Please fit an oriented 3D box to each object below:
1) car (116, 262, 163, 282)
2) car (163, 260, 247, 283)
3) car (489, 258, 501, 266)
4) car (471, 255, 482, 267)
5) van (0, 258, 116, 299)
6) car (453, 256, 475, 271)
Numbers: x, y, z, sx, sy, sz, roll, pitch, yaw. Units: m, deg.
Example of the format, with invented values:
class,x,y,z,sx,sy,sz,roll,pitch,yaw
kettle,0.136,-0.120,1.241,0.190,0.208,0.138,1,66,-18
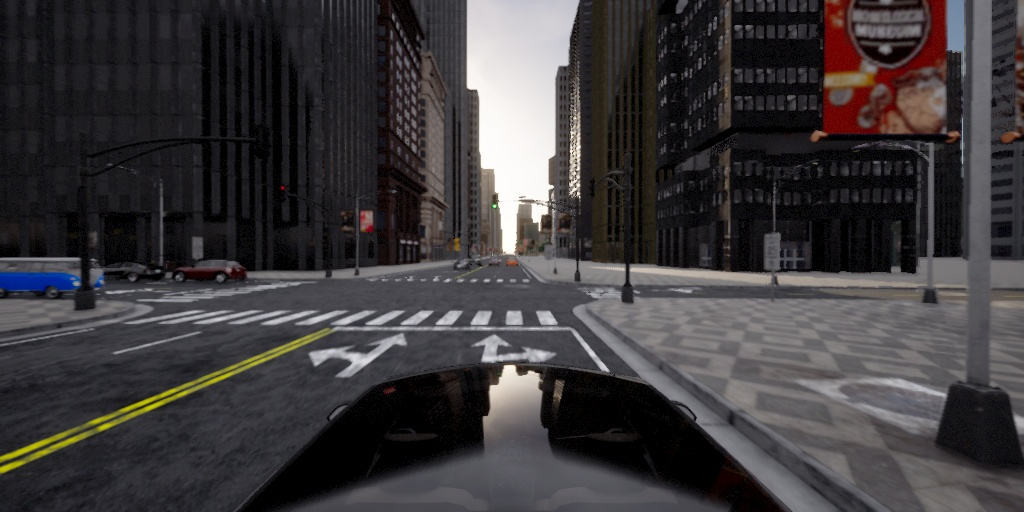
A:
class,x,y,z,sx,sy,sz,roll,pitch,yaw
car,-26.280,1.053,24.522,4.313,1.339,1.948,0,0,0
car,-20.657,0.978,24.503,4.097,1.591,1.967,0,0,0
car,-3.243,1.151,65.188,2.033,1.411,5.357,0,0,0
car,-6.508,0.823,63.216,2.150,2.045,5.566,0,2,1
van,-20.685,0.957,15.978,3.998,1.789,1.690,0,0,0
car,-6.563,1.149,47.367,2.128,1.511,4.902,0,0,0
